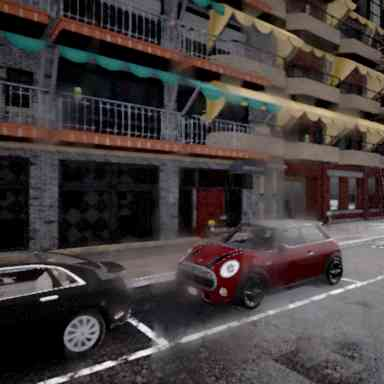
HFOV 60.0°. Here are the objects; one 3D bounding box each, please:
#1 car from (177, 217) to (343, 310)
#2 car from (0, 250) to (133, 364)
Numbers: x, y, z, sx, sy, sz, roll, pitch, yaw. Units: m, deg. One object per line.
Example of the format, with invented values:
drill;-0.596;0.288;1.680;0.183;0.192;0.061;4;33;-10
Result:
car;1.643;1.405;7.701;4.097;1.590;1.967;0;1;-35
car;-2.966;1.550;4.431;4.403;1.369;2.008;0;1;-35
